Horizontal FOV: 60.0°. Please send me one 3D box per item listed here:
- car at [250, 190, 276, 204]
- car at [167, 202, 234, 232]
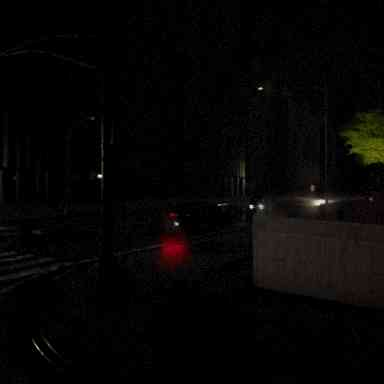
[{"bbox_3d":[10.724,0.701,49.992,2.150,2.045,5.566,0,1,35],"label":"car"},{"bbox_3d":[0.626,1.317,18.647,1.837,1.490,4.892,0,1,35],"label":"car"}]
